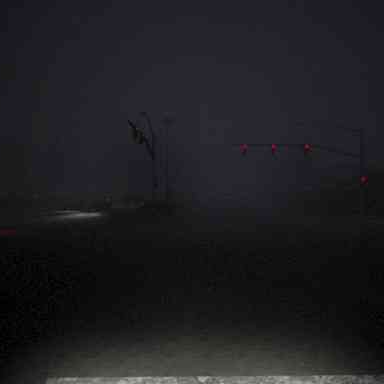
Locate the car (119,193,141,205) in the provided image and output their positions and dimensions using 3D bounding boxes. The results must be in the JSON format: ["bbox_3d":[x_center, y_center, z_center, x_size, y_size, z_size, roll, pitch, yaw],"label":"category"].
[{"bbox_3d":[-10.486,1.167,56.076,2.150,2.045,5.566,0,0,0],"label":"car"}]

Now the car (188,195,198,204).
[{"bbox_3d":[0.207,1.441,63.336,1.837,1.490,4.892,0,0,0],"label":"car"}]

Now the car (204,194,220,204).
[{"bbox_3d":[3.705,1.441,63.109,1.837,1.490,4.892,0,0,0],"label":"car"}]

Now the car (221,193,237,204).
[{"bbox_3d":[7.203,1.159,62.503,2.150,2.045,5.566,0,0,0],"label":"car"}]

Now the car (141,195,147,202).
[{"bbox_3d":[-10.384,1.444,69.182,1.812,1.442,4.674,0,0,0],"label":"car"}]

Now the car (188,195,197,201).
[{"bbox_3d":[0.131,1.474,78.185,1.994,1.385,4.181,0,0,0],"label":"car"}]

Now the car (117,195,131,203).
[{"bbox_3d":[-13.886,1.407,68.029,1.882,1.535,5.008,0,0,0],"label":"car"}]

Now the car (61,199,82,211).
[{"bbox_3d":[-14.030,1.509,40.370,2.033,1.411,5.357,0,0,0],"label":"car"}]

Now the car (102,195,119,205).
[{"bbox_3d":[-13.991,1.298,54.575,2.097,1.767,4.553,0,0,0],"label":"car"}]

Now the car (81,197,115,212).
[{"bbox_3d":[-10.536,1.565,37.684,1.895,1.301,4.718,0,0,0],"label":"car"}]
